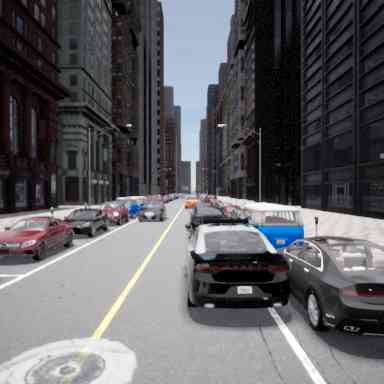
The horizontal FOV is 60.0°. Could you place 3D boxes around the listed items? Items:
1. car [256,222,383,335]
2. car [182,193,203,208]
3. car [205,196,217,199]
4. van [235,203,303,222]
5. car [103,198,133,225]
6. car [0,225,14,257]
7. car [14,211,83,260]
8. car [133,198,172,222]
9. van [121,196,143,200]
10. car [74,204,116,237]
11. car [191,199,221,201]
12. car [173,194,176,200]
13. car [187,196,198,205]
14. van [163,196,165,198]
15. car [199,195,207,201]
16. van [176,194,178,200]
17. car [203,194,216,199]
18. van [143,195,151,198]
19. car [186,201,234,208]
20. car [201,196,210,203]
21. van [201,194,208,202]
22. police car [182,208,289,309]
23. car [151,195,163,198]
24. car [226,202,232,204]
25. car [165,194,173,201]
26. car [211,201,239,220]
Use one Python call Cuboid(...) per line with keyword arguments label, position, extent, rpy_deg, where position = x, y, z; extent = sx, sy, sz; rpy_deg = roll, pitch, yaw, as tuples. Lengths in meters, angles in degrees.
Cuboid(label="car", position=(2.776, 1.550, 6.645), extent=(2.008, 1.369, 4.403), rpy_deg=(0, 0, 0))
Cuboid(label="car", position=(0.126, 1.369, 46.041), extent=(2.097, 1.767, 4.553), rpy_deg=(0, 0, 1))
Cuboid(label="car", position=(2.854, 1.557, 40.462), extent=(1.887, 1.381, 4.507), rpy_deg=(0, 0, 0))
Cuboid(label="van", position=(2.789, 1.341, 12.281), extent=(1.690, 1.788, 3.998), rpy_deg=(0, 0, 0))
Cuboid(label="car", position=(-5.711, 1.443, 23.558), extent=(1.967, 1.590, 4.097), rpy_deg=(0, 0, 0))
Cuboid(label="car", position=(-5.749, 1.565, 6.647), extent=(1.947, 1.339, 4.313), rpy_deg=(0, 0, 0))
Cuboid(label="car", position=(-5.736, 1.582, 12.284), extent=(1.802, 1.307, 4.206), rpy_deg=(0, 0, 0))
Cuboid(label="car", position=(-3.040, 1.495, 26.231), extent=(2.128, 1.511, 4.902), rpy_deg=(0, 0, 0))
Cuboid(label="van", position=(-5.698, 1.347, 29.194), extent=(1.690, 1.788, 3.998), rpy_deg=(0, 0, 0))
Cuboid(label="car", position=(-5.723, 1.567, 17.921), extent=(1.947, 1.339, 4.313), rpy_deg=(0, 0, 0))
Cuboid(label="car", position=(0.955, 1.509, 24.034), extent=(1.837, 1.490, 4.892), rpy_deg=(0, 0, 0))
Cuboid(label="car", position=(-5.581, 1.624, 79.923), extent=(1.947, 1.339, 4.313), rpy_deg=(0, 0, 0))
Cuboid(label="car", position=(0.136, 1.535, 59.108), extent=(1.837, 1.490, 4.892), rpy_deg=(0, 0, 0))
Cuboid(label="van", position=(-5.646, 1.363, 51.739), extent=(1.690, 1.788, 3.998), rpy_deg=(0, 0, 0))
Cuboid(label="car", position=(2.970, 1.515, 91.188), extent=(1.967, 1.590, 4.097), rpy_deg=(0, 0, 0))
Cuboid(label="van", position=(-5.555, 1.416, 91.197), extent=(1.690, 1.788, 3.998), rpy_deg=(0, 0, 0))
Cuboid(label="car", position=(2.879, 1.337, 51.734), extent=(2.192, 1.841, 5.009), rpy_deg=(0, 0, 0))
Cuboid(label="van", position=(-5.685, 1.350, 34.830), extent=(1.690, 1.788, 3.998), rpy_deg=(0, 0, 0))
Cuboid(label="car", position=(0.828, 1.479, 18.012), extent=(1.882, 1.535, 5.008), rpy_deg=(0, 0, -2))
Cuboid(label="car", position=(2.932, 1.575, 74.450), extent=(1.752, 1.417, 4.829), rpy_deg=(0, 0, 0))
Cuboid(label="van", position=(2.944, 1.399, 79.916), extent=(1.690, 1.788, 3.998), rpy_deg=(0, 0, 0))
Cuboid(label="police car", position=(0.794, 1.425, 8.118), extent=(1.930, 1.638, 5.238), rpy_deg=(0, 0, -2))
Cuboid(label="car", position=(-5.659, 1.332, 46.103), extent=(2.192, 1.841, 5.009), rpy_deg=(0, 0, 0))
Cuboid(label="car", position=(2.815, 1.585, 23.554), extent=(1.802, 1.307, 4.206), rpy_deg=(0, 0, 0))
Cuboid(label="car", position=(-5.607, 1.586, 68.650), extent=(1.887, 1.381, 4.507), rpy_deg=(0, 0, 0))
Cuboid(label="car", position=(2.828, 1.556, 29.190), extent=(2.008, 1.369, 4.403), rpy_deg=(0, 0, 0))
